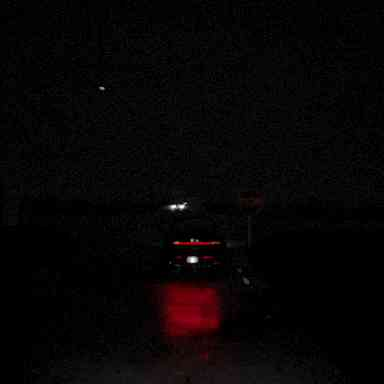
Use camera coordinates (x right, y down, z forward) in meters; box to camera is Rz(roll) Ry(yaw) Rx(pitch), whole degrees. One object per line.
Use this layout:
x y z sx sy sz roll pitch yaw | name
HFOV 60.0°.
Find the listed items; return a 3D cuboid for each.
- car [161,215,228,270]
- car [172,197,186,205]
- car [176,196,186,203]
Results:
0.121 1.518 11.077 1.837 1.490 4.892 0 0 3 | car
-2.599 1.715 60.401 1.895 1.301 4.718 0 0 1 | car
-2.451 1.716 75.919 1.994 1.385 4.181 0 0 0 | car
